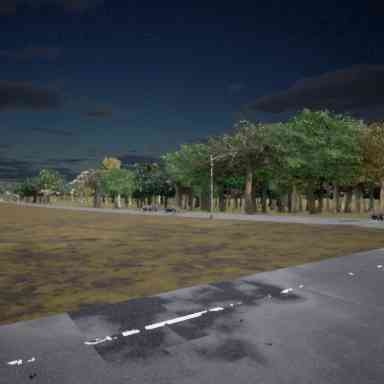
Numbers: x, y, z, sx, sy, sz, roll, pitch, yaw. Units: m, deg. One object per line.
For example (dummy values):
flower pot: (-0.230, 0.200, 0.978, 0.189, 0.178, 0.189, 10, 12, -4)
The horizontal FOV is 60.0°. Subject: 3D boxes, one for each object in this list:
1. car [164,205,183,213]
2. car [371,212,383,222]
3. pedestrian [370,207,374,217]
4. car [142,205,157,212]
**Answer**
car: (-3.478, 3.247, 63.135, 2.128, 1.511, 4.902, 1, -2, -33)
car: (18.742, 1.969, 29.205, 2.033, 1.411, 5.357, 1, -2, -33)
pedestrian: (19.255, 2.201, 35.535, 0.375, 1.300, 0.375, -2, 1, -33)
car: (-9.243, 3.556, 71.750, 1.837, 1.490, 4.892, 1, -2, -33)
